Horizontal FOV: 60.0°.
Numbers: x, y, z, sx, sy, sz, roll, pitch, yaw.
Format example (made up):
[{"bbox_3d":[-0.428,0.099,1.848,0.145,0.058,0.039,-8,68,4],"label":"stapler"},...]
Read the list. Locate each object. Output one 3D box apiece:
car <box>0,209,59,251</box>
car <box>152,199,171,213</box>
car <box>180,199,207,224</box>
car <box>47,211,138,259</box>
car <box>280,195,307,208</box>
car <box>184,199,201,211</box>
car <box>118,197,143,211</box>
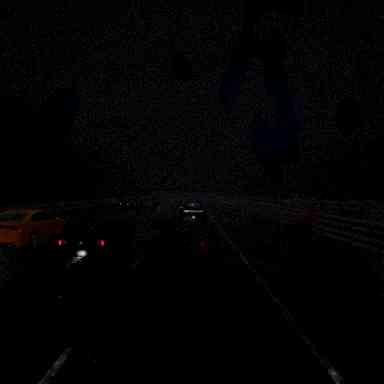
[{"bbox_3d":[-6.903,1.469,14.014,1.882,1.535,5.008,0,-1,0],"label":"car"},{"bbox_3d":[-3.397,1.550,37.311,1.837,1.490,4.892,0,0,0],"label":"car"},{"bbox_3d":[0.100,1.514,24.974,2.128,1.511,4.902,0,0,0],"label":"car"},{"bbox_3d":[-3.408,1.608,12.536,1.895,1.301,4.718,0,0,0],"label":"car"},{"bbox_3d":[16.354,1.424,54.042,2.150,2.045,5.566,0,0,-16],"label":"car"},{"bbox_3d":[0.101,1.603,42.912,2.033,1.411,5.357,0,0,0],"label":"car"},{"bbox_3d":[-6.890,1.389,37.751,2.097,1.767,4.553,1,0,0],"label":"car"}]
